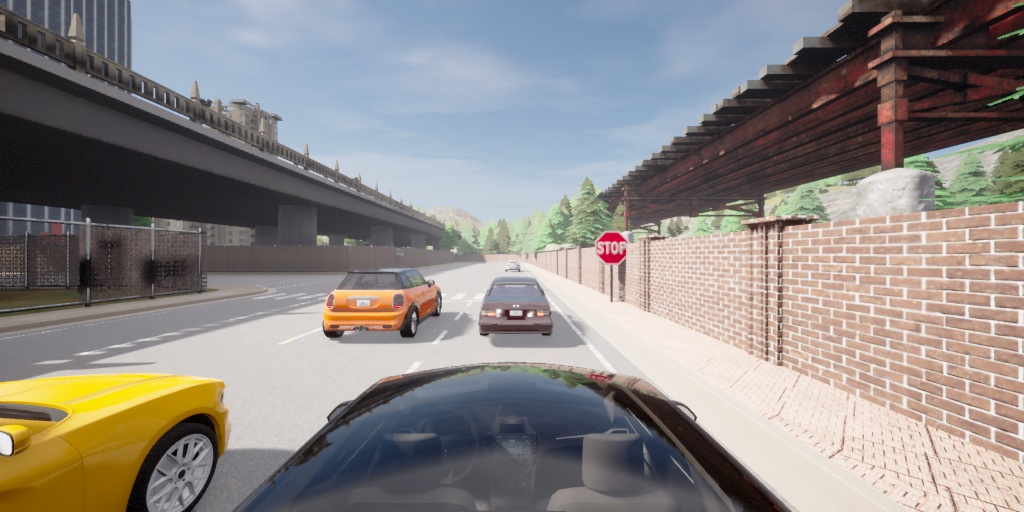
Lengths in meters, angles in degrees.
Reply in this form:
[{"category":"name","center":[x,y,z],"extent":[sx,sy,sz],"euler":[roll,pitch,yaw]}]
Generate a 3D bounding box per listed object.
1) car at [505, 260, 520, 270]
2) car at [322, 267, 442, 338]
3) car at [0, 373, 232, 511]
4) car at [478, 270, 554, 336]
[{"category":"car","center":[0.113,1.276,46.246],"extent":[1.812,1.442,4.674],"euler":[0,0,-1]},{"category":"car","center":[-3.413,1.102,10.350],"extent":[2.097,1.767,4.553],"euler":[0,0,0]},{"category":"car","center":[-3.397,1.228,1.092],"extent":[1.882,1.535,5.008],"euler":[0,0,0]},{"category":"car","center":[0.088,1.297,10.369],"extent":[2.033,1.411,5.357],"euler":[0,0,0]}]
